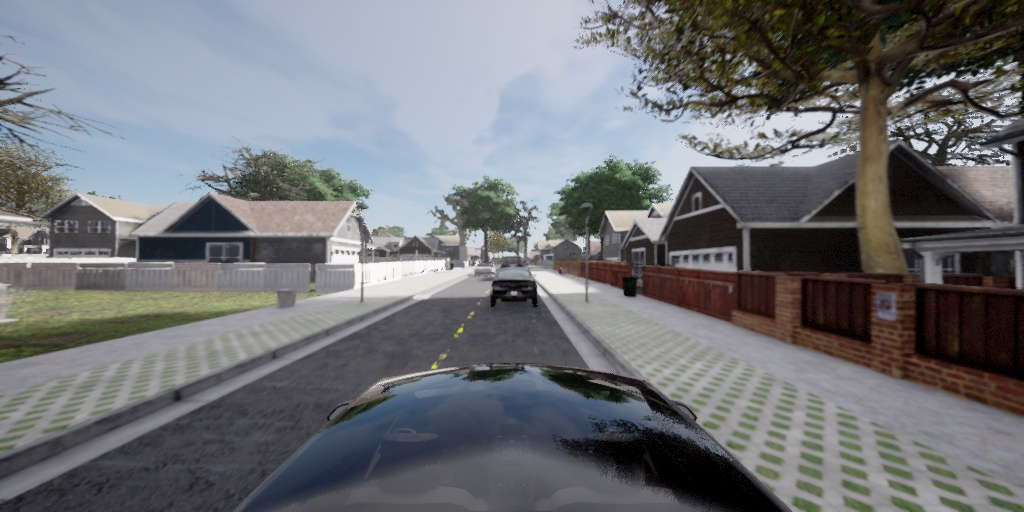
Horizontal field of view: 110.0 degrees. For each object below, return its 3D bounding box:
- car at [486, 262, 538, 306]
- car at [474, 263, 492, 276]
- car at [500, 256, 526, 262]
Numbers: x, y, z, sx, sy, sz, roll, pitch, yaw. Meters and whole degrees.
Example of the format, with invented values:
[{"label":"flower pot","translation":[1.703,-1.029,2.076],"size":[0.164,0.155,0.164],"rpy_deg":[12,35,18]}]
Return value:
[{"label":"car","translation":[0.085,1.217,15.815],"size":[1.882,1.535,5.008],"rpy_deg":[0,0,0]},{"label":"car","translation":[-2.765,1.391,36.923],"size":[1.895,1.301,4.718],"rpy_deg":[0,0,0]},{"label":"car","translation":[0.073,0.994,32.759],"size":[2.150,2.045,5.566],"rpy_deg":[0,0,0]}]
